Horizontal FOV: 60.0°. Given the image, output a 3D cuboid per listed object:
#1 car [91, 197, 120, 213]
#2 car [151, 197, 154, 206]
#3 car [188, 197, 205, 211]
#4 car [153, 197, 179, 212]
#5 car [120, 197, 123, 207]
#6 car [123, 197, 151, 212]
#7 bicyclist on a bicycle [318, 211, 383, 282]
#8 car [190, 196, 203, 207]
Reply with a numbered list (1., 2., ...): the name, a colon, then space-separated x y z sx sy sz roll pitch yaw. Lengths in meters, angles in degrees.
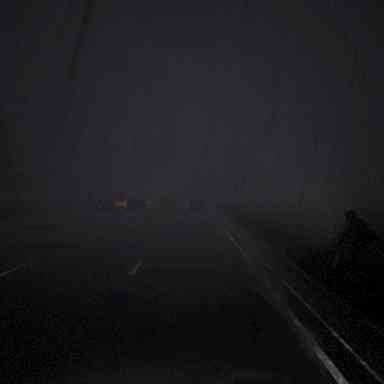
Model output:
1. car: -9.956 1.564 37.821 1.994 1.385 4.181 0 0 1
2. car: -6.310 1.478 49.953 1.882 1.535 5.008 0 0 1
3. car: 0.587 1.491 41.419 2.128 1.511 4.902 0 0 1
4. car: -2.946 1.478 38.665 1.882 1.535 5.008 0 0 1
5. car: -9.839 1.478 47.731 1.882 1.535 5.008 0 0 1
6. car: -6.436 1.478 39.493 1.882 1.535 5.008 0 0 1
7. bicyclist on a bicycle: 3.730 1.262 7.598 1.656 1.620 0.582 4 0 2
8. car: 0.712 1.478 51.739 1.882 1.535 5.008 0 0 1
